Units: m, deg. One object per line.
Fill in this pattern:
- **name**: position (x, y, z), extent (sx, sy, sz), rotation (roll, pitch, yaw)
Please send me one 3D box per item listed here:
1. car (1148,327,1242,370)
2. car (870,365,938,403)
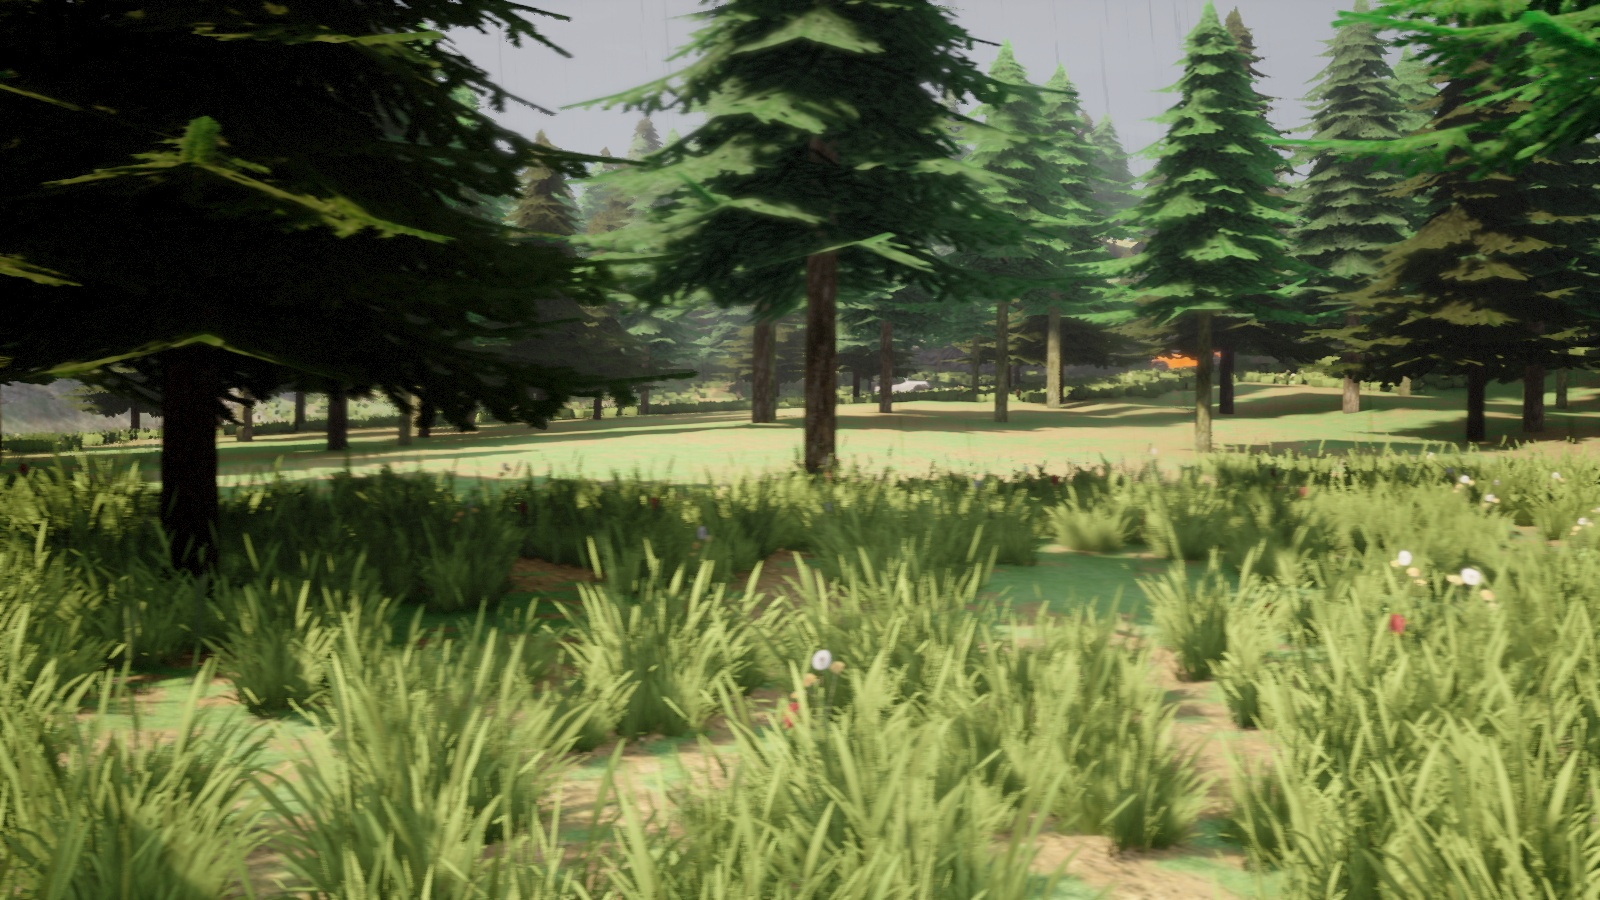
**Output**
- **car**: position (22.427, -5.744, 71.380), extent (4.553, 1.767, 2.097), rotation (-6, -3, 35)
- **car**: position (6.549, -4.151, 79.294), extent (3.866, 1.878, 1.905), rotation (-6, 0, 14)
